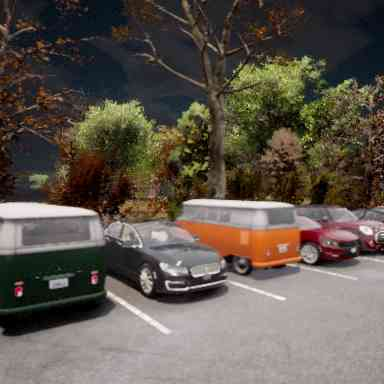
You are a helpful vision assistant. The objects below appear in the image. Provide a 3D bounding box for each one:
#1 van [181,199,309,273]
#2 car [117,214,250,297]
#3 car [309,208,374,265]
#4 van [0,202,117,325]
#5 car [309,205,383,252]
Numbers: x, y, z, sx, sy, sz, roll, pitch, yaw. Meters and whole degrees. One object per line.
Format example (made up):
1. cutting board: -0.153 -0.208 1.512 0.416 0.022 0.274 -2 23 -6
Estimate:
1. van: 1.144 1.249 10.544 1.878 1.987 4.442 0 0 -35
2. car: -1.093 1.478 8.814 2.231 1.521 4.892 0 0 -35
3. car: 3.404 1.473 12.020 2.097 1.535 5.008 0 0 -35
4. van: -3.458 1.253 7.265 1.878 1.987 4.442 0 0 -35
5. car: 5.688 1.346 13.680 2.185 1.767 4.553 0 0 -35
